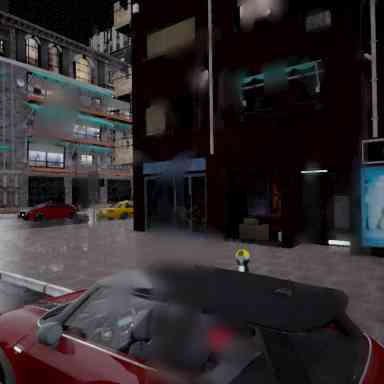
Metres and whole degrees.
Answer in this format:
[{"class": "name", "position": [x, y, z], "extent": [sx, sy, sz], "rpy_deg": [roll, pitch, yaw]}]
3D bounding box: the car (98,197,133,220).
[{"class": "car", "position": [-4.618, 1.284, 24.563], "extent": [1.752, 1.417, 4.829], "rpy_deg": [-1, 0, 36]}]

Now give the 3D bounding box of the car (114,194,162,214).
[{"class": "car", "position": [-5.340, 1.154, 33.360], "extent": [2.097, 1.767, 4.553], "rpy_deg": [-1, 0, 37]}]

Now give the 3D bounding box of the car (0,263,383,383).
[{"class": "car", "position": [-0.356, 1.441, 3.206], "extent": [4.097, 1.590, 1.967], "rpy_deg": [0, -1, 36]}]

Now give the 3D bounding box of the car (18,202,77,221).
[{"class": "car", "position": [-11.040, 1.452, 25.620], "extent": [1.994, 1.385, 4.181], "rpy_deg": [-1, 0, 36]}]
